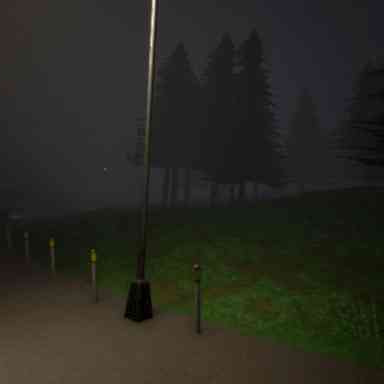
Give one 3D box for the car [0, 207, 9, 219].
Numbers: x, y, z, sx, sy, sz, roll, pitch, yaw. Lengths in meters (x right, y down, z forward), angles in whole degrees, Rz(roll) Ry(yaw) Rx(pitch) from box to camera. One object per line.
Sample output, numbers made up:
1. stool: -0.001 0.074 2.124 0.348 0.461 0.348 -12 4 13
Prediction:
1. car: -21.708 2.226 36.265 2.128 1.511 4.902 3 -2 -9
